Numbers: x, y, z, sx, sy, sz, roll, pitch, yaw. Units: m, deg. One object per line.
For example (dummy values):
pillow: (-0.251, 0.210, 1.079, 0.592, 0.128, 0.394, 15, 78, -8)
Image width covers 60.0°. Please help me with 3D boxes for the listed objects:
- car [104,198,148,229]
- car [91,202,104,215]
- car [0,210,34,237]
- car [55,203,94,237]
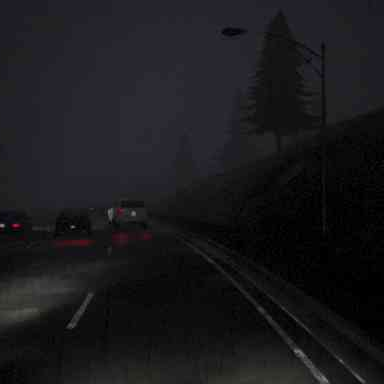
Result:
car: (-4.684, 1.472, 23.835, 2.150, 2.045, 5.566, 0, -1, -21)
car: (-11.479, 1.942, 39.012, 1.812, 1.442, 4.674, 0, 0, -25)
car: (-10.322, 1.762, 19.042, 2.033, 1.411, 5.357, 0, -1, -20)
car: (-7.025, 1.693, 19.847, 1.882, 1.535, 5.008, 0, 0, -18)
